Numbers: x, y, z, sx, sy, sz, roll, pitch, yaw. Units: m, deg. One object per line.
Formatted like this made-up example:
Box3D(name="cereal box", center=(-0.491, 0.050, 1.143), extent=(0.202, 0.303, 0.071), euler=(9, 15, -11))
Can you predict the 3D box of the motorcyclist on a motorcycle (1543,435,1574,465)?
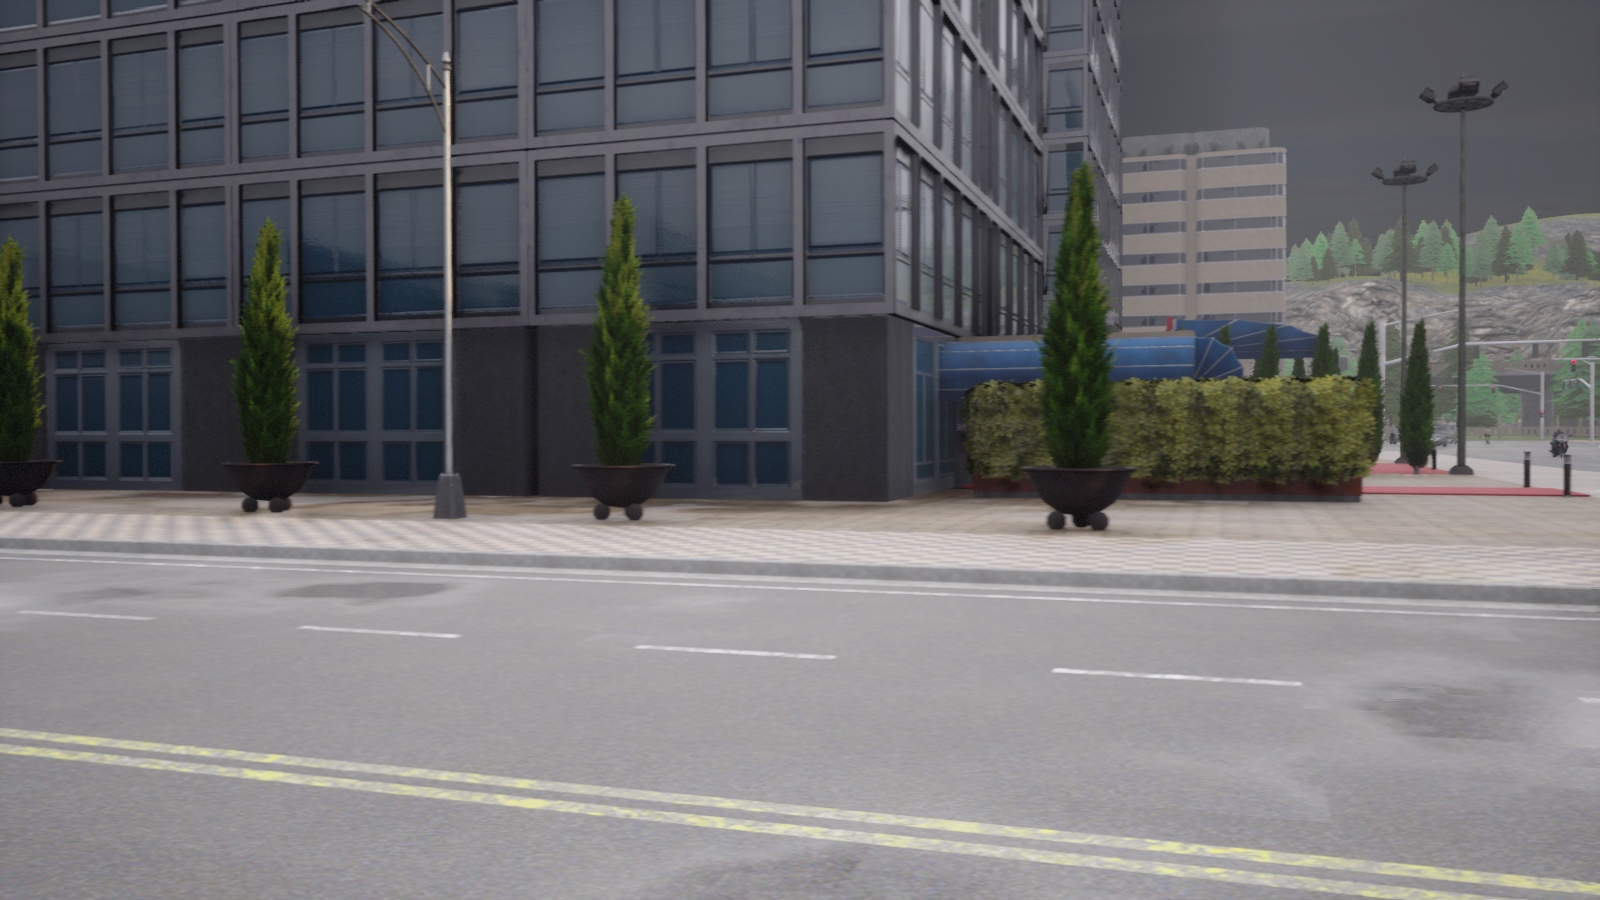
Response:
Box3D(name="motorcyclist on a motorcycle", center=(38.482, -0.014, 63.724), extent=(0.866, 1.530, 2.191), euler=(1, 1, 18))
